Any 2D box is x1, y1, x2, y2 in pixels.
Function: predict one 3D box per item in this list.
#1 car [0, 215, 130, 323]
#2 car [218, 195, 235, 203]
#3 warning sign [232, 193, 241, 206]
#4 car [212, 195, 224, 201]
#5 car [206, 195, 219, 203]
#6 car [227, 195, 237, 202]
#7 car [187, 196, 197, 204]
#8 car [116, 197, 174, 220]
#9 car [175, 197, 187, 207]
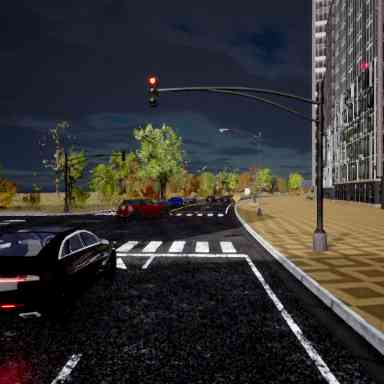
[{"bbox_3d":[-2.989,1.491,7.163,2.128,1.511,4.902,0,0,1],"label":"car"},{"bbox_3d":[7.016,1.493,67.536,1.882,1.535,5.008,0,0,11],"label":"car"},{"bbox_3d":[6.482,1.123,48.260,1.300,1.860,1.060,0,0,8],"label":"warning sign"},{"bbox_3d":[6.347,1.409,80.538,2.033,1.411,5.357,0,0,14],"label":"car"},{"bbox_3d":[4.137,1.485,70.423,1.882,1.535,5.008,0,0,12],"label":"car"},{"bbox_3d":[9.658,1.500,80.412,1.882,1.535,5.008,0,0,14],"label":"car"},{"bbox_3d":[-0.325,1.556,64.573,2.033,1.411,5.357,0,0,11],"label":"car"},{"bbox_3d":[-4.067,1.351,28.076,2.097,1.767,4.553,0,0,42],"label":"car"},{"bbox_3d":[-2.504,1.481,51.705,1.882,1.535,5.008,0,0,9],"label":"car"}]
